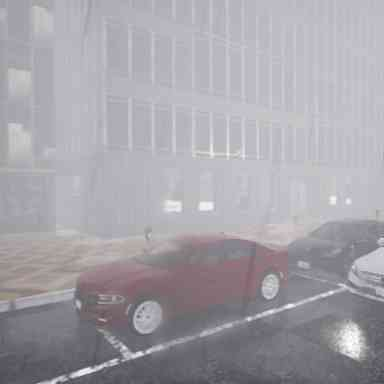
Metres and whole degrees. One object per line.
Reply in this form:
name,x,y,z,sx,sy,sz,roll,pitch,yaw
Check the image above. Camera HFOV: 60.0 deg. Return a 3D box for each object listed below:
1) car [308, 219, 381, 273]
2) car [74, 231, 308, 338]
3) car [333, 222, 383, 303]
car,4.672,1.501,9.882,4.313,1.339,1.947,0,0,-35
car,0.035,1.519,6.579,4.507,1.381,1.887,0,0,-35
car,5.245,1.468,7.124,4.674,1.442,1.812,0,0,-35
